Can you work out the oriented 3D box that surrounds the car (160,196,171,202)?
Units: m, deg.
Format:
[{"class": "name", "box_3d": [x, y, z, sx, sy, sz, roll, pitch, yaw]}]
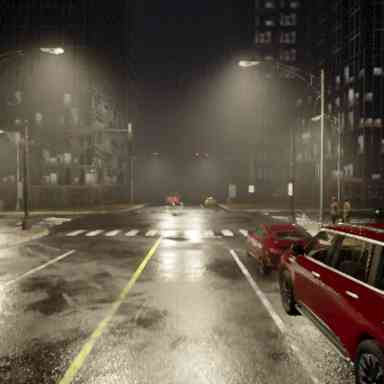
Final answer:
[{"class": "car", "box_3d": [-5.671, 1.477, 71.000, 1.947, 1.339, 4.313, -1, 0, 0]}]

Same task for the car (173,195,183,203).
[{"class": "car", "box_3d": [-3.002, 1.391, 69.999, 1.882, 1.535, 5.008, 0, 0, 0]}]

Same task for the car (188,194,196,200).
[{"class": "car", "box_3d": [-0.002, 1.193, 85.593, 1.882, 1.535, 5.008, 0, 0, 0]}]

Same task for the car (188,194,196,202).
[{"class": "car", "box_3d": [-0.002, 1.490, 75.619, 1.895, 1.301, 4.718, 0, 0, 0]}]

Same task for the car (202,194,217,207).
[{"class": "car", "box_3d": [2.805, 1.472, 49.695, 1.752, 1.417, 4.829, -1, 0, 0]}]

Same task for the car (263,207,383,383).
[{"class": "car", "box_3d": [2.672, 1.312, 4.532, 2.192, 1.841, 5.009, -1, 0, 0]}]

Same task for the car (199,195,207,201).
[{"class": "car", "box_3d": [2.676, 1.456, 82.286, 1.947, 1.339, 4.313, -1, 0, 0]}]

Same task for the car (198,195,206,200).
[{"class": "car", "box_3d": [2.676, 1.430, 87.959, 2.008, 1.369, 4.403, -1, 0, 0]}]

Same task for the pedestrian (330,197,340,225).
[{"class": "pedestrian", "box_3d": [7.135, 1.138, 16.705, 0.375, 1.860, 0.375, -1, 1, 0]}]

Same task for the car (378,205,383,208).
[{"class": "car", "box_3d": [16.127, 1.526, 25.434, 4.313, 1.339, 1.947, 0, 1, -5]}]

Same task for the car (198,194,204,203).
[{"class": "car", "box_3d": [2.711, 1.238, 64.776, 2.192, 1.841, 5.009, -1, 0, 0]}]

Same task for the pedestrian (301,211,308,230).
[{"class": "pedestrian", "box_3d": [6.061, 1.505, 17.913, 0.500, 1.100, 0.500, -1, 1, 0]}]

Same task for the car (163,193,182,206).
[{"class": "car", "box_3d": [-3.056, 1.162, 54.570, 2.150, 2.045, 5.566, 0, 0, 1]}]

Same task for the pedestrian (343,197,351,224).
[{"class": "pedestrian", "box_3d": [8.092, 1.160, 17.305, 0.375, 1.860, 0.375, -1, 1, 0]}]

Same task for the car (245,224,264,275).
[{"class": "car", "box_3d": [2.678, 1.573, 10.157, 1.802, 1.307, 4.206, -1, 0, 0]}]

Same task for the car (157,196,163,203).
[{"class": "car", "box_3d": [-5.841, 1.487, 65.326, 1.947, 1.339, 4.313, -1, 0, 0]}]
